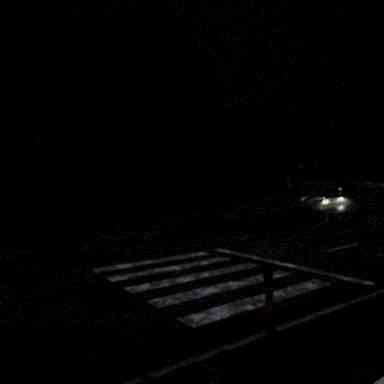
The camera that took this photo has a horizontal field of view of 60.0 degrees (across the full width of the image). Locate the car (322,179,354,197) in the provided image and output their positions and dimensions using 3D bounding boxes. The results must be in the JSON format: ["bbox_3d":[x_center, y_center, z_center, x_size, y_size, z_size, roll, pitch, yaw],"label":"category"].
[{"bbox_3d":[15.304,-0.521,34.789,2.097,1.767,4.553,-2,4,40],"label":"car"}]
